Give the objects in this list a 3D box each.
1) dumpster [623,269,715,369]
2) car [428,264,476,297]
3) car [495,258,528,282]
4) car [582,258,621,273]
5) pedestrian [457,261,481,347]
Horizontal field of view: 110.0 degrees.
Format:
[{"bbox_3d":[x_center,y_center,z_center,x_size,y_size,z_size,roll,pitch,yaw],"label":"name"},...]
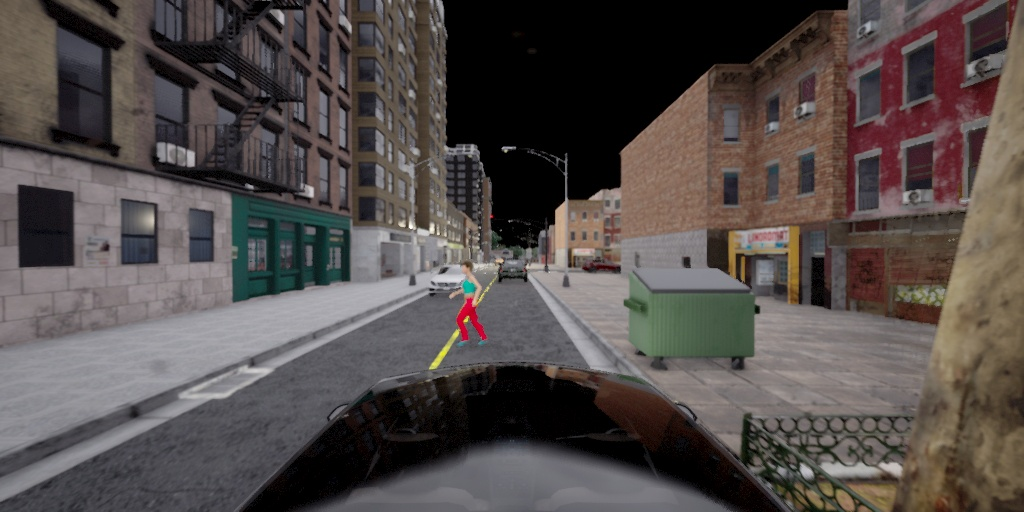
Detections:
[{"bbox_3d":[3.007,1.091,7.274,1.020,1.700,1.940,0,0,0],"label":"dumpster"},{"bbox_3d":[-2.852,1.149,17.972,1.812,1.442,4.674,0,0,0],"label":"car"},{"bbox_3d":[0.069,0.943,26.529,2.097,1.767,4.553,0,0,0],"label":"car"},{"bbox_3d":[10.783,1.174,42.557,5.009,1.841,2.192,0,0,0],"label":"car"},{"bbox_3d":[-0.904,0.988,7.577,0.375,1.860,0.375,0,1,-10],"label":"pedestrian"}]
